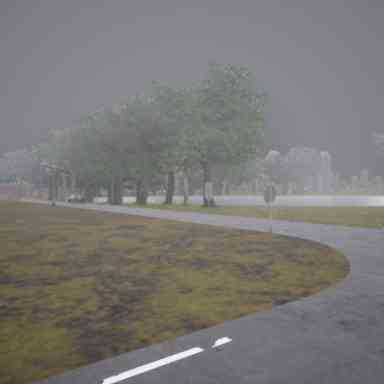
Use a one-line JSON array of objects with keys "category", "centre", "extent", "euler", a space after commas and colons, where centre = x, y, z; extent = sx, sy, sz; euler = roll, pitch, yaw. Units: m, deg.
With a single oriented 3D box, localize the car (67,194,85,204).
[{"category": "car", "centre": [-20.789, 1.161, 59.517], "extent": [2.097, 1.767, 4.553], "euler": [1, -1, -36]}]
